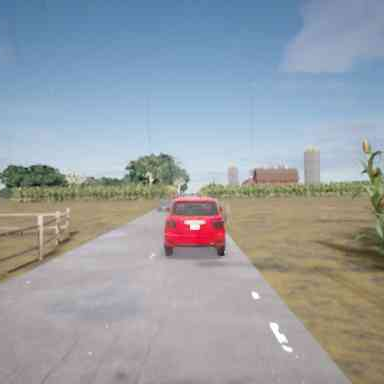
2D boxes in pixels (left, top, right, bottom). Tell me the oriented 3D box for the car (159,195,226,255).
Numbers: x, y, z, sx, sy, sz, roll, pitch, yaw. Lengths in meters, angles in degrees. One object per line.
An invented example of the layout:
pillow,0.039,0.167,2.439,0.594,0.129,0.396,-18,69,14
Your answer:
car,0.098,1.219,13.473,2.150,2.045,5.566,0,0,0

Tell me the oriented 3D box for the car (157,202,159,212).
car,-2.833,1.475,37.424,1.812,1.442,4.674,0,0,0

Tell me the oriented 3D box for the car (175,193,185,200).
car,-2.726,1.073,78.139,2.128,1.511,4.902,0,0,0

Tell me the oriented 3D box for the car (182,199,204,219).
car,0.102,1.473,29.853,1.837,1.490,4.892,0,0,0
